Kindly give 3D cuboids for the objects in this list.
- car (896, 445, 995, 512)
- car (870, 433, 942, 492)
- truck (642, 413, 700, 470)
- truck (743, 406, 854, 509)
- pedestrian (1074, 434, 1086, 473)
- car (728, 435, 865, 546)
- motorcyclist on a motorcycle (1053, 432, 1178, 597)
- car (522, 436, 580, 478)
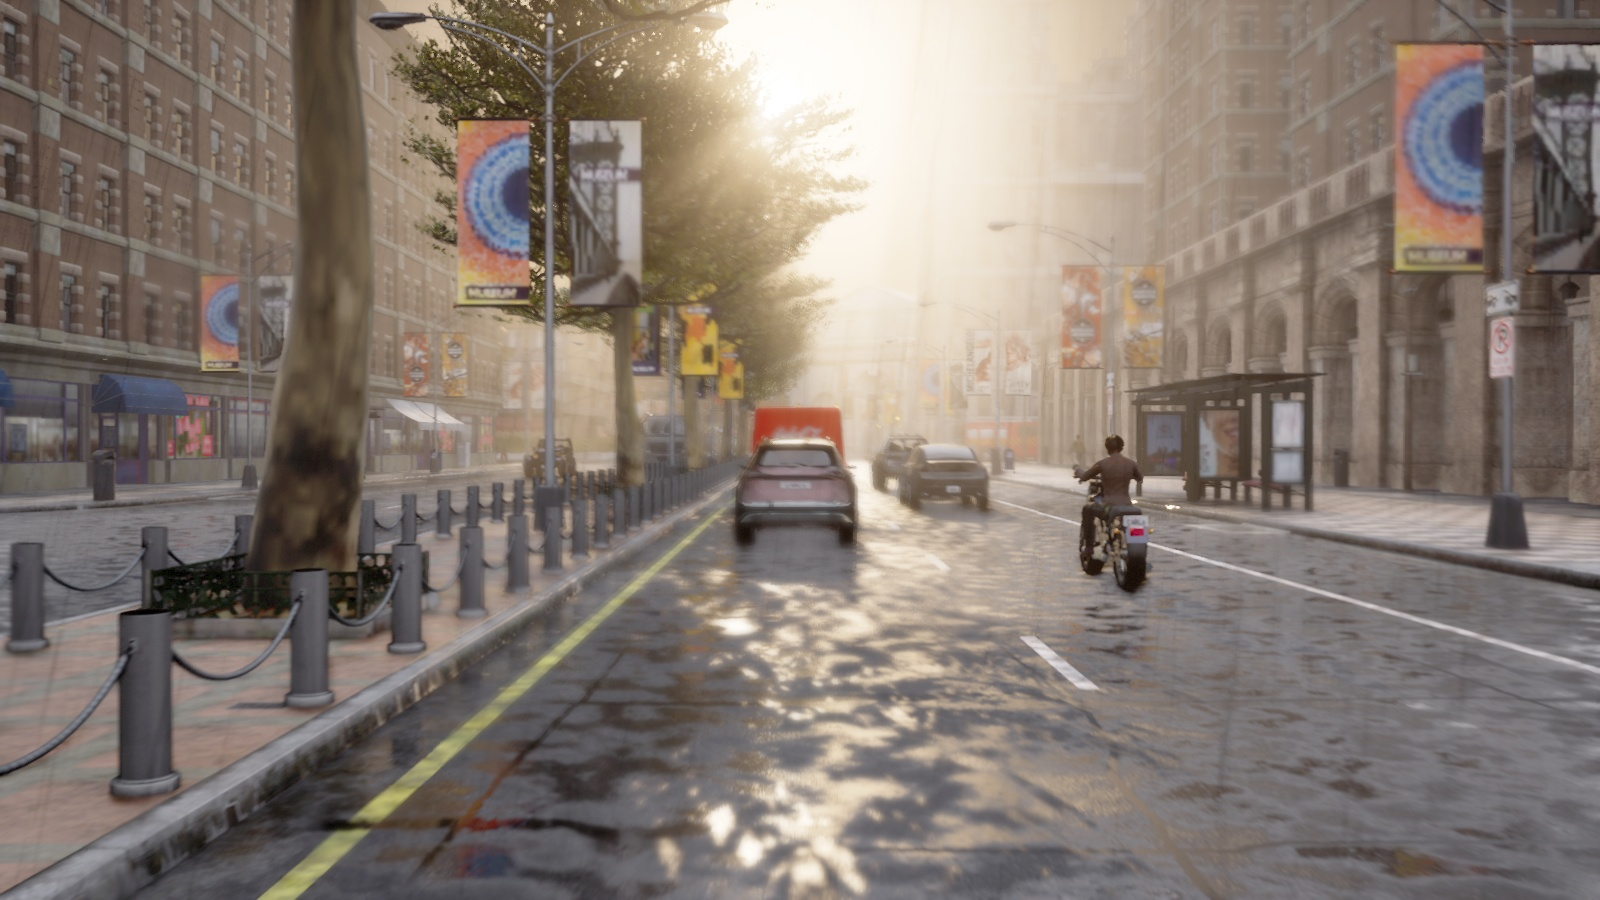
[{"bbox_3d":[3.458,0.632,30.692,1.837,1.490,4.892,0,0,0],"label":"car"},{"bbox_3d":[3.450,0.398,41.626,1.932,1.855,4.605,0,0,-1],"label":"car"},{"bbox_3d":[-8.169,-0.564,80.195,2.891,3.462,7.936,0,0,0],"label":"truck"},{"bbox_3d":[-0.047,0.139,32.482,2.627,2.467,5.204,0,1,0],"label":"truck"},{"bbox_3d":[13.451,0.172,60.388,0.431,1.840,0.709,0,0,0],"label":"pedestrian"},{"bbox_3d":[-0.037,0.592,21.048,2.033,1.649,4.856,0,0,0],"label":"car"},{"bbox_3d":[3.397,0.645,13.740,0.766,1.649,2.350,0,0,0],"label":"motorcyclist on a motorcycle"},{"bbox_3d":[-11.595,0.298,58.627,1.905,1.878,3.866,0,0,0],"label":"car"}]
